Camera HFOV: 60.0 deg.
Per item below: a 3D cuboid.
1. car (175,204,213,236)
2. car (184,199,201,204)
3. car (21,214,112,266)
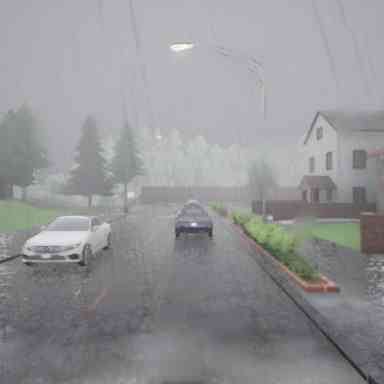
[{"bbox_3d":[0.100,1.572,18.519,1.994,1.385,4.181,0,0,0],"label":"car"},{"bbox_3d":[0.086,1.543,39.342,1.812,1.442,4.674,0,0,0],"label":"car"},{"bbox_3d":[-4.086,1.531,11.642,1.812,1.442,4.674,0,0,0],"label":"car"}]
